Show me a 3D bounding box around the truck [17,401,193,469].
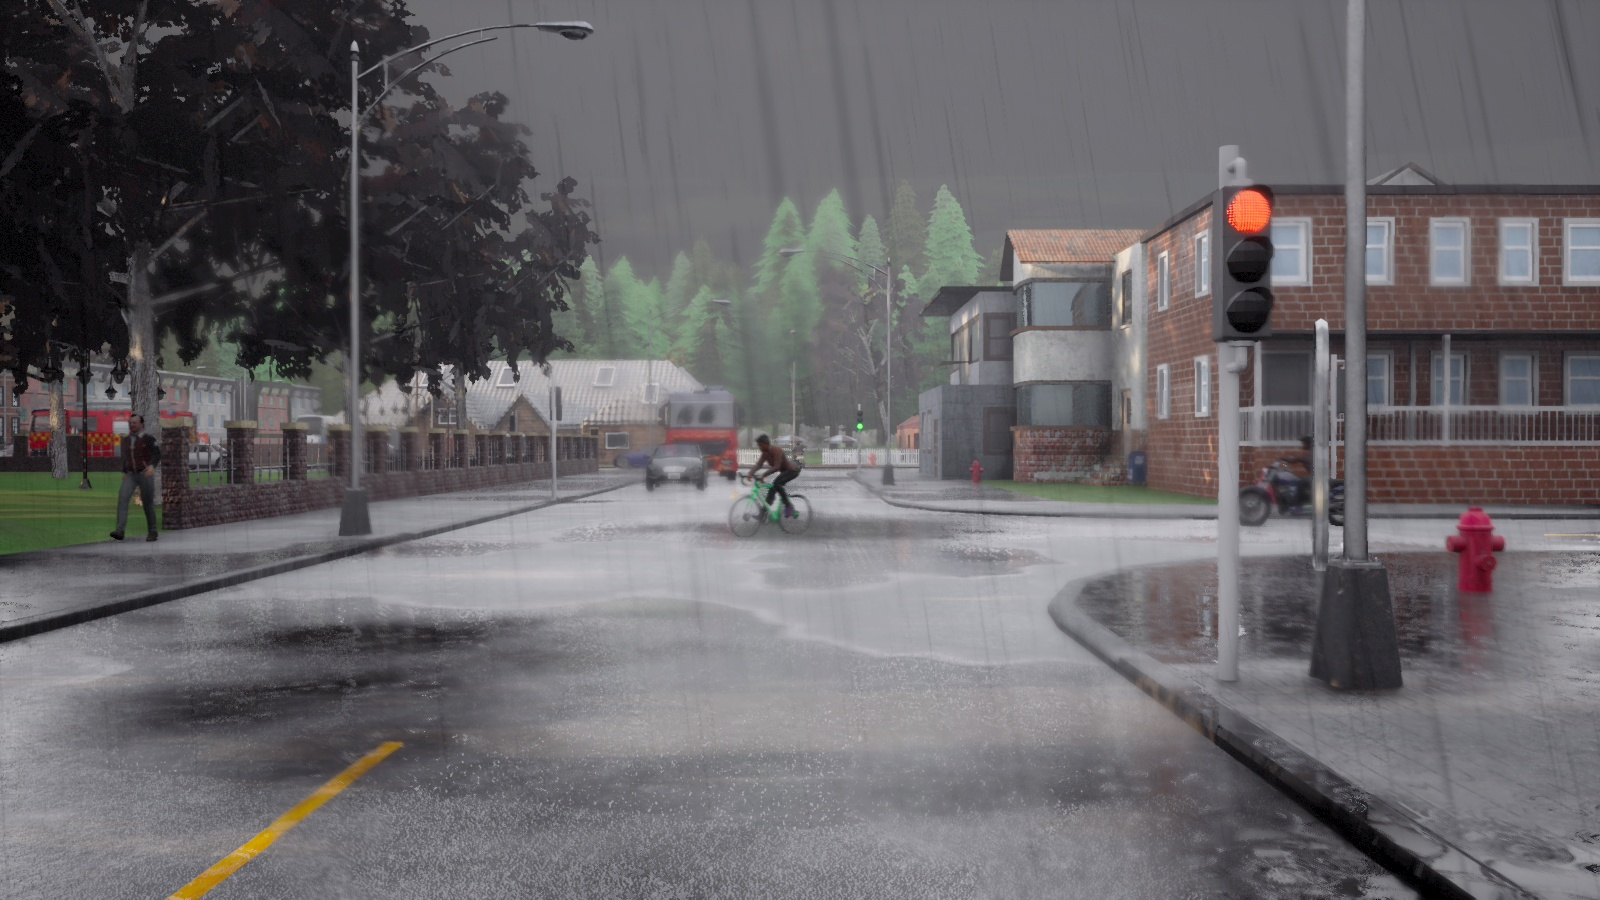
[{"bbox_3d":[-39.561,-0.855,71.689,8.468,3.827,2.891,0,0,0],"label":"truck"}]

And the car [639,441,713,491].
[{"bbox_3d":[-3.947,0.470,40.708,2.128,1.511,4.902,0,0,-3],"label":"car"}]

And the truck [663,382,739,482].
[{"bbox_3d":[-4.037,-0.718,52.503,2.891,3.827,8.468,0,0,-3],"label":"truck"}]

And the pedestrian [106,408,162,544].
[{"bbox_3d":[-9.248,0.350,17.458,0.376,1.854,0.720,0,0,2],"label":"pedestrian"}]

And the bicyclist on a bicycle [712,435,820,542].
[{"bbox_3d":[-0.529,0.586,19.988,1.656,1.620,0.582,-1,2,-37],"label":"bicyclist on a bicycle"}]

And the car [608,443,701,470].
[{"bbox_3d":[-8.274,0.337,71.386,4.792,1.488,2.163,0,0,15],"label":"car"}]

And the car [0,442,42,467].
[{"bbox_3d":[-49.001,0.280,78.120,1.845,1.501,3.633,0,0,-8],"label":"car"}]

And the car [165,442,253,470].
[{"bbox_3d":[-31.765,0.305,67.616,3.806,1.475,1.970,0,0,-1],"label":"car"}]

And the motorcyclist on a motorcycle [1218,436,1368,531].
[{"bbox_3d":[8.700,0.578,22.227,2.350,1.649,0.766,0,0,0],"label":"motorcyclist on a motorcycle"}]
